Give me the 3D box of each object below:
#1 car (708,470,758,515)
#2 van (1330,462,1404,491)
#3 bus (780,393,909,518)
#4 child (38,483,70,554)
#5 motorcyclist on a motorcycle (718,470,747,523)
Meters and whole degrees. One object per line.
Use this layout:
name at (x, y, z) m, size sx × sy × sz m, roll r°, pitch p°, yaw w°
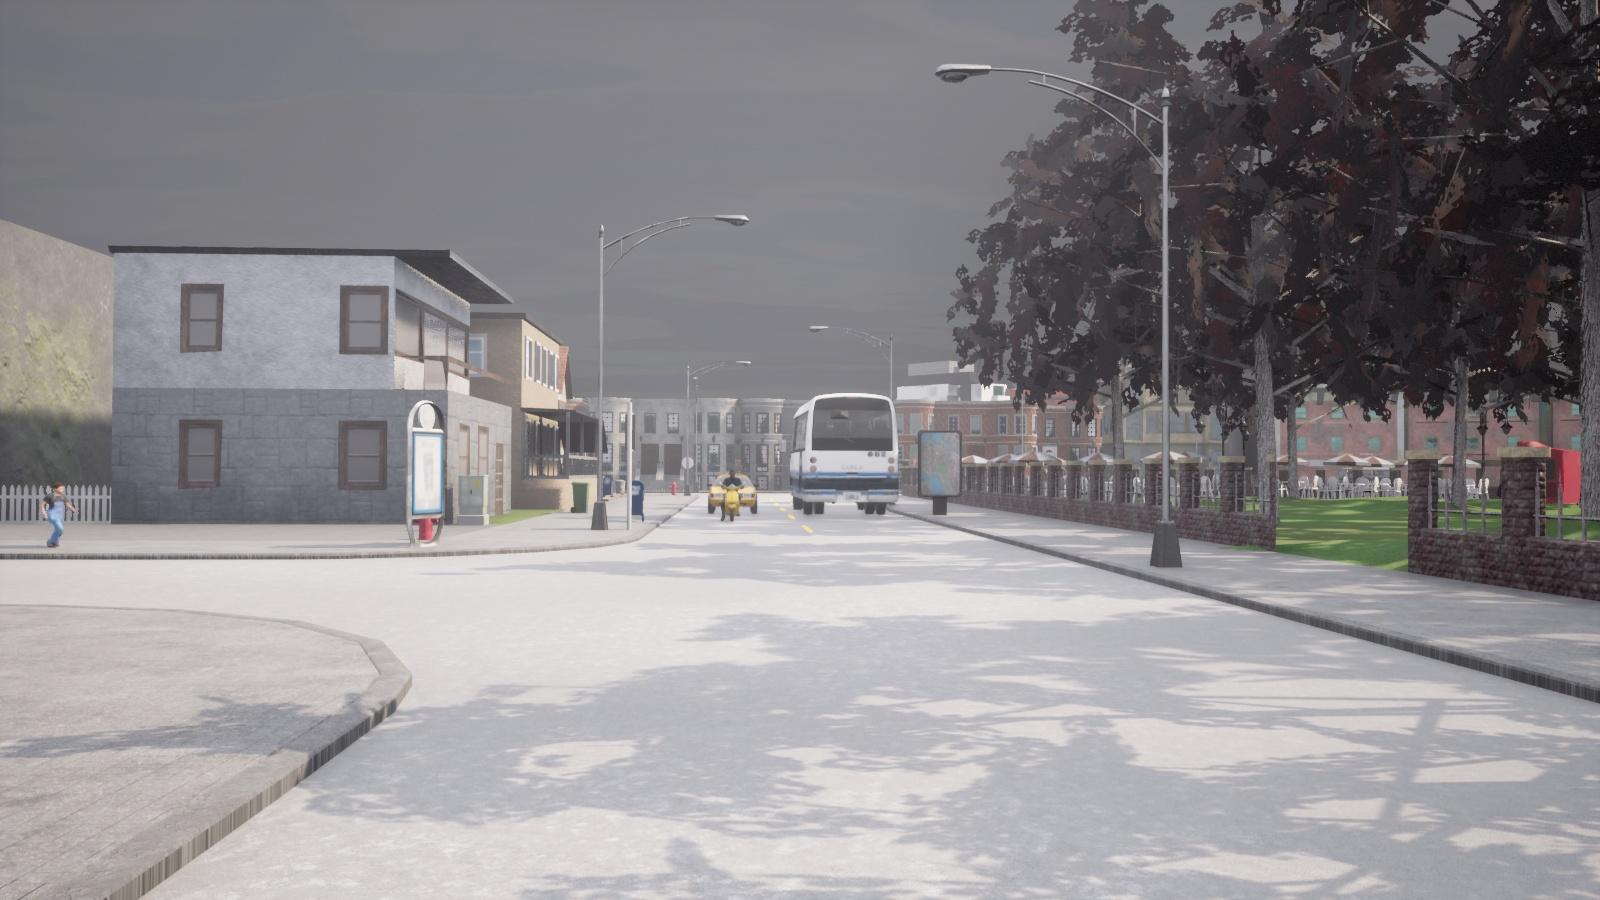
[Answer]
car at (-2.515, 1.556, 47.303) m, size 1.801 × 1.575 × 5.366 m, roll 0°, pitch -1°, yaw -3°
van at (39.402, 1.873, 87.355) m, size 4.442 × 1.987 × 1.775 m, roll 0°, pitch -1°, yaw 11°
bus at (1.438, 0.237, 48.081) m, size 3.944 × 4.253 × 10.273 m, roll 0°, pitch -1°, yaw -4°
child at (-13.569, 1.241, 22.846) m, size 0.437 × 1.263 × 0.270 m, roll -1°, pitch -1°, yaw 17°
motorcyclist on a motorcycle at (-2.091, 1.428, 38.937) m, size 0.866 × 1.590 × 1.817 m, roll 0°, pitch -1°, yaw -3°
